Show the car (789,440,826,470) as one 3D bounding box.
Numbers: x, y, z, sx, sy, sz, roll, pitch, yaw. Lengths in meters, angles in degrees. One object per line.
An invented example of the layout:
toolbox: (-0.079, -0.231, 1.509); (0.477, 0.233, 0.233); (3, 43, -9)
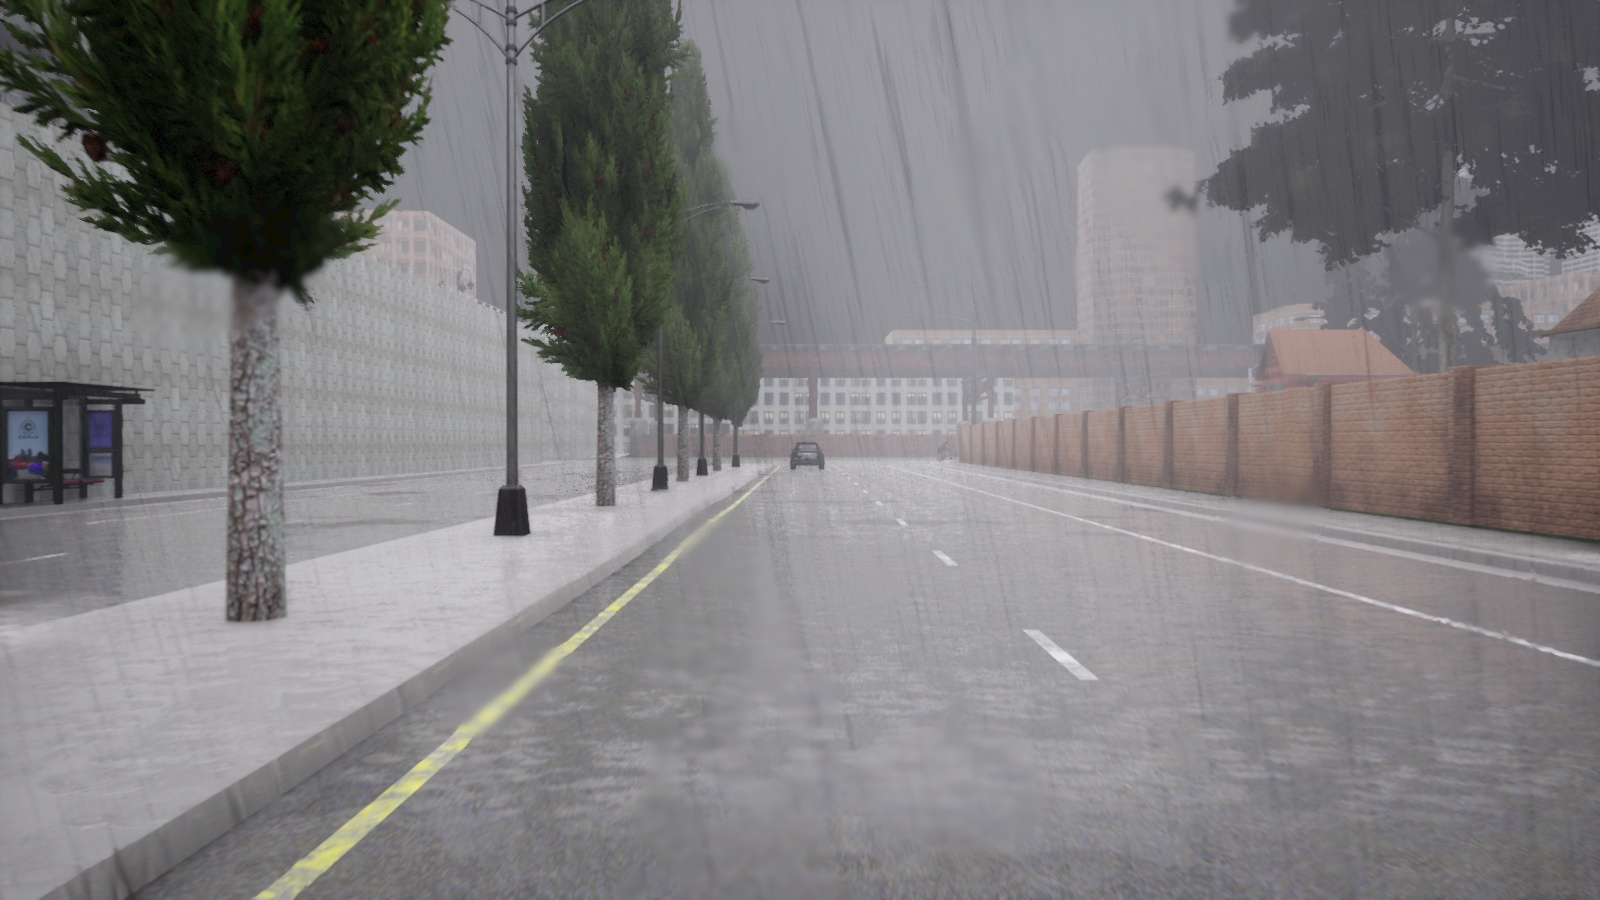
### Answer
car: (0.428, 0.268, 72.487); (2.033, 1.649, 4.856); (0, 0, 0)
